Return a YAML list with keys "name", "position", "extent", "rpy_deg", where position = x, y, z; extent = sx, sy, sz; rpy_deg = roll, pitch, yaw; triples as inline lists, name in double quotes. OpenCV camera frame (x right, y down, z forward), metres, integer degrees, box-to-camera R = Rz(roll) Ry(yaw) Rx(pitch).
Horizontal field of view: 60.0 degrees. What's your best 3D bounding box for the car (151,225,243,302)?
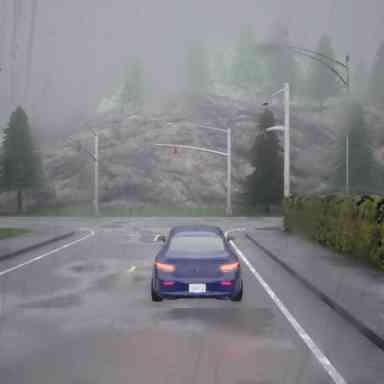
- name: "car"
  position: [0.106, 1.526, 8.157]
  extent: [1.812, 1.442, 4.674]
  rpy_deg: [0, 0, 0]
